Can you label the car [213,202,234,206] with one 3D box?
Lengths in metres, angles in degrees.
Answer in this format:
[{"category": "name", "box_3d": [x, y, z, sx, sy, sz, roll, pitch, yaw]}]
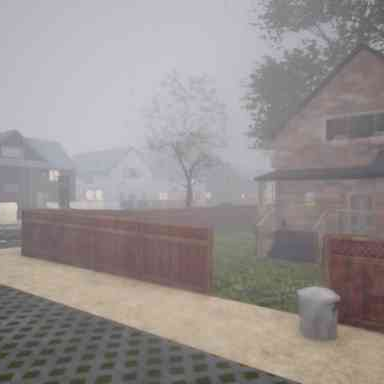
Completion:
[{"category": "car", "box_3d": [3.500, 1.859, 38.472, 1.812, 1.442, 4.674, 0, 0, 37]}]
